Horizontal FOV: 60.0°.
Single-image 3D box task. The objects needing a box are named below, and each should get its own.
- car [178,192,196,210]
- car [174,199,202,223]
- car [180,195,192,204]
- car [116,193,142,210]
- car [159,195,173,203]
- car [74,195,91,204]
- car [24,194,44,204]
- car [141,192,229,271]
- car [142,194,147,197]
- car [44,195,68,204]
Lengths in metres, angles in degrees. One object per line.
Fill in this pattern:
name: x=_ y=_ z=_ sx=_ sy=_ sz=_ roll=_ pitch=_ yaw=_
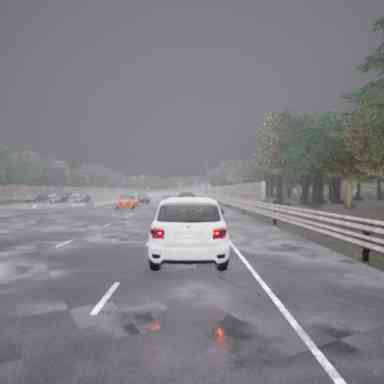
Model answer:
car: x=-0.696 y=1.014 z=41.352 sx=2.150 sy=2.045 sz=5.566 roll=0 pitch=0 yaw=-2
car: x=-0.318 y=1.345 z=25.284 sx=1.882 sy=1.535 sz=5.008 roll=0 pitch=0 yaw=-1
car: x=-0.973 y=1.229 z=54.822 sx=1.837 sy=1.490 sz=4.892 roll=0 pitch=-1 yaw=-1
car: x=-7.555 y=1.150 z=39.284 sx=2.097 sy=1.767 sz=4.553 roll=0 pitch=0 yaw=-1
car: x=-4.637 y=1.248 z=60.080 sx=2.033 sy=1.411 sz=5.357 roll=0 pitch=0 yaw=1
car: x=-18.684 y=1.198 z=57.027 sx=2.128 sy=1.511 sz=4.902 roll=0 pitch=0 yaw=-1
car: x=-25.658 y=1.097 z=54.435 sx=1.837 sy=1.490 sz=4.892 roll=-2 pitch=1 yaw=-1
car: x=-0.091 y=1.162 z=10.773 sx=2.150 sy=2.045 sz=5.566 roll=0 pitch=1 yaw=0
car: x=-7.947 y=1.084 z=53.704 sx=2.097 sy=1.767 sz=4.553 roll=0 pitch=0 yaw=-1
car: x=-22.150 y=1.204 z=55.345 sx=2.128 sy=1.511 sz=4.902 roll=0 pitch=0 yaw=-1
